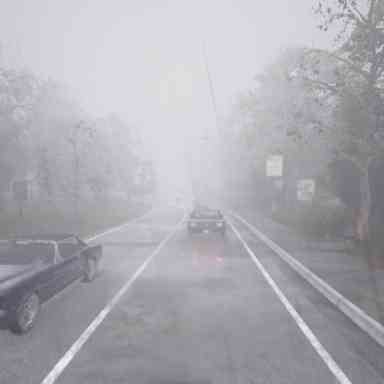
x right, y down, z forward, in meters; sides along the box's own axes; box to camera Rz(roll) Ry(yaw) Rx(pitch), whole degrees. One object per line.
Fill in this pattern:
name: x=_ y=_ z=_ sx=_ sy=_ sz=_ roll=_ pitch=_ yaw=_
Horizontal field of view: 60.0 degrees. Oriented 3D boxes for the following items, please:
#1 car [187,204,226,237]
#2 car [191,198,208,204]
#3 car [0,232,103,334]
car: x=0.784 y=1.568 z=17.942 sx=1.895 sy=1.301 sz=4.718 roll=0 pitch=0 yaw=2
car: x=0.920 y=1.444 z=39.609 sx=2.033 sy=1.411 sz=5.357 roll=0 pitch=0 yaw=-3
car: x=-3.411 y=1.570 z=6.831 sx=1.895 sy=1.301 sz=4.718 roll=0 pitch=0 yaw=2
